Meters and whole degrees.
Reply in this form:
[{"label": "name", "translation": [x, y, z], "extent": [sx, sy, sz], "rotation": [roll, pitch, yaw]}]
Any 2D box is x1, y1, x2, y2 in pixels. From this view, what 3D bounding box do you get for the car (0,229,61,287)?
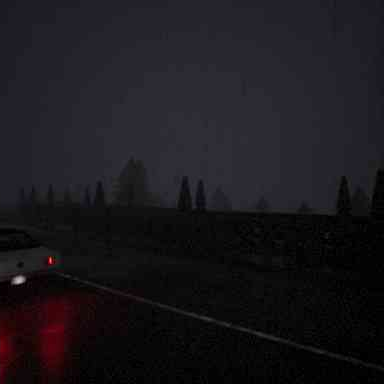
[{"label": "car", "translation": [-5.383, 1.618, 8.682], "extent": [4.718, 1.301, 1.895], "rotation": [0, 0, 42]}]
